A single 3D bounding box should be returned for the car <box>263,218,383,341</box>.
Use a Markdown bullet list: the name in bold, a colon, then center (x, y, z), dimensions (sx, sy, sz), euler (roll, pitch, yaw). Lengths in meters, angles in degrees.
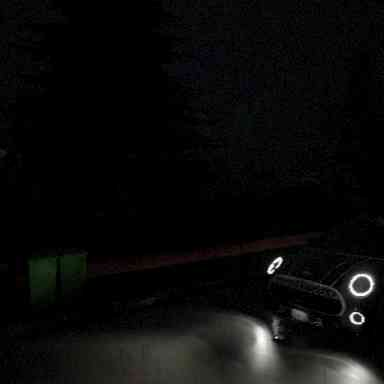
- **car**: center (3.503, 1.343, 6.561), dimensions (4.553, 1.767, 2.097), euler (0, 0, -36)
